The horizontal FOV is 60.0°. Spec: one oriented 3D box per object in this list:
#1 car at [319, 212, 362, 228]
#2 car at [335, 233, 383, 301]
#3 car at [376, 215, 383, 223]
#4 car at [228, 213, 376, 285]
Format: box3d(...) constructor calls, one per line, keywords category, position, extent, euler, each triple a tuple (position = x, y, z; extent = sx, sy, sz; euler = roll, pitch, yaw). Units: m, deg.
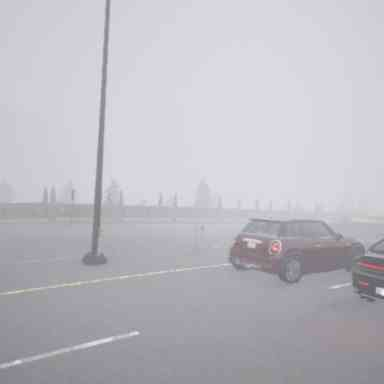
box3d(category="car", position=(16.384, 3.059, 36.616), extent=(4.902, 1.511, 2.128), euler=(4, -2, -35))
box3d(category="car", position=(5.592, 1.736, 7.608), extent=(4.892, 1.490, 1.837), euler=(3, -2, -35))
box3d(category="car", position=(17.798, 3.008, 33.338), extent=(5.008, 1.535, 1.882), euler=(4, -2, -35))
box3d(category="car", position=(3.376, 1.574, 10.331), extent=(4.553, 1.767, 2.097), euler=(3, -2, -35))
